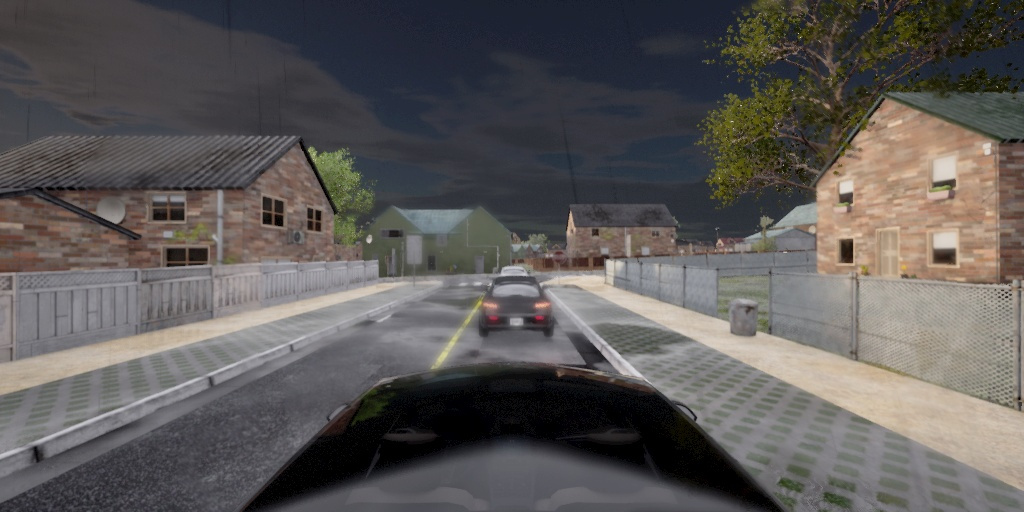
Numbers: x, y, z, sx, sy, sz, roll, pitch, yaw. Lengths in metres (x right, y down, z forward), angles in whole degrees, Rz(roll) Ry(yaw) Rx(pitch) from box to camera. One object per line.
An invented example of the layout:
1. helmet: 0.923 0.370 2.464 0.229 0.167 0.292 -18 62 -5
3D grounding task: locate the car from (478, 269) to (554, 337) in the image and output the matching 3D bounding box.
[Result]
1. car: 0.102 1.272 10.152 1.812 1.442 4.674 0 0 0

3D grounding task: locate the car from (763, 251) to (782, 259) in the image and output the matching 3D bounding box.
1. car: 23.300 0.356 32.455 4.892 1.490 1.837 -2 0 1

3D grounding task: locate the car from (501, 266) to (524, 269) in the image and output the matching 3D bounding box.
1. car: 0.049 1.269 19.697 1.812 1.442 4.674 0 0 -2
